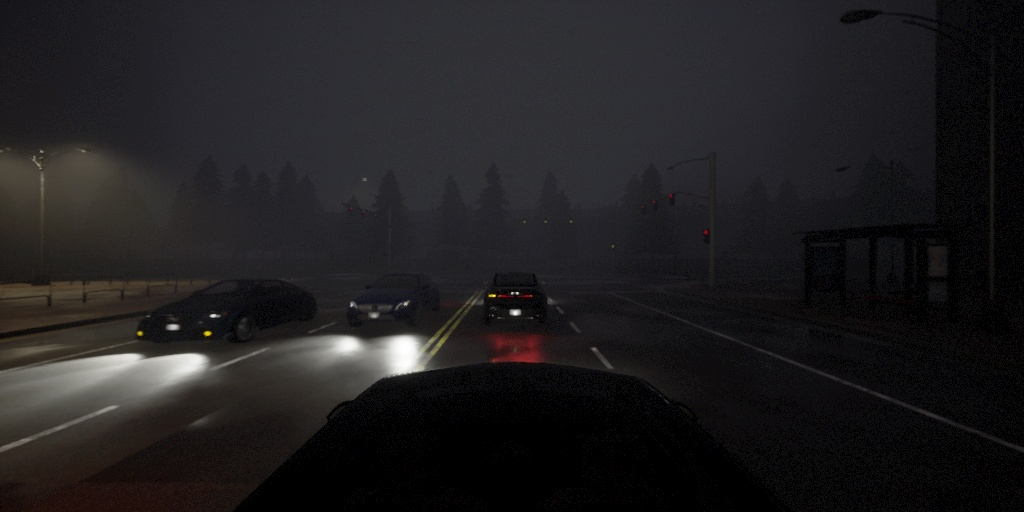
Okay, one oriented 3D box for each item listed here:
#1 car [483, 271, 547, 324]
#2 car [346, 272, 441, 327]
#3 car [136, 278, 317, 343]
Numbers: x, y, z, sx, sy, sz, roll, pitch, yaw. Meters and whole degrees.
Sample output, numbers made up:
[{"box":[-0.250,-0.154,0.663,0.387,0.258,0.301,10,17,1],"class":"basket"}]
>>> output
[{"box":[0.093,1.235,11.850,1.837,1.490,4.892,0,0,0],"class":"car"},{"box":[-3.528,1.257,11.541,1.812,1.442,4.674,0,0,0],"class":"car"},{"box":[-7.067,1.299,9.475,1.994,1.385,4.181,0,0,0],"class":"car"}]
